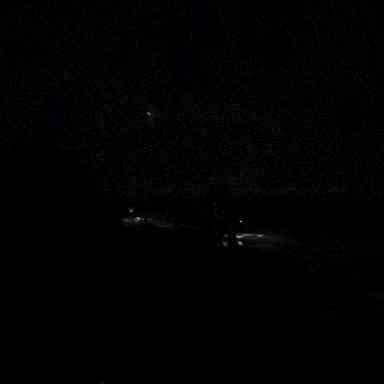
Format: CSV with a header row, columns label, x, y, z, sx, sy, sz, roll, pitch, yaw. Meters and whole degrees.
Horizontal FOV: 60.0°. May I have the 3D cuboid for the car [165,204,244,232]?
label,x,y,z,sx,sy,sz,roll,pitch,yaw
car,0.507,1.366,18.733,2.033,1.411,5.357,2,-1,-35

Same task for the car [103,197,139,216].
label,x,y,z,sx,sy,sz,roll,pitch,yaw
car,-6.177,1.206,28.418,2.128,1.511,4.902,2,-1,-34
